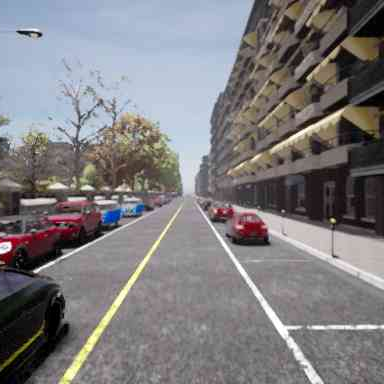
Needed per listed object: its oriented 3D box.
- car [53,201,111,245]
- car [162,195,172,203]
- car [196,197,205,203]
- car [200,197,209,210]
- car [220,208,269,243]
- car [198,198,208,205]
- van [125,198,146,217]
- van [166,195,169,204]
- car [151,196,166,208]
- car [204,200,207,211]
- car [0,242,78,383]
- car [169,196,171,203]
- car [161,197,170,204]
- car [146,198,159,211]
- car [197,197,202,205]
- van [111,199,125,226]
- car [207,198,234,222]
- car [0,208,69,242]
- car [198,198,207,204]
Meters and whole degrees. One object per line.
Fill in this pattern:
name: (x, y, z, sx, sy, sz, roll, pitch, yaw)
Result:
car: (-5.791, 1.411, 16.210, 2.192, 1.841, 5.009, 0, 0, 0)
car: (-6.249, 1.785, 83.773, 2.192, 1.841, 5.009, 0, 0, 0)
car: (2.132, 2.005, 83.829, 1.947, 1.339, 4.313, 0, 0, 0)
car: (2.399, 1.774, 44.417, 1.947, 1.339, 4.313, 0, 0, 0)
car: (2.590, 1.648, 16.265, 1.802, 1.307, 4.206, 0, 0, 0)
car: (2.245, 1.862, 67.107, 1.752, 1.417, 4.829, 0, 0, 0)
van: (-5.905, 1.522, 33.101, 1.690, 1.788, 3.998, 0, 0, 0)
van: (-6.134, 1.707, 66.880, 1.690, 1.788, 3.998, 0, 0, 0)
car: (-6.058, 1.615, 55.621, 2.192, 1.841, 5.009, 0, 0, 0)
car: (2.476, 1.733, 33.157, 1.802, 1.307, 4.206, 0, 0, 0)
car: (-3.007, 1.590, 3.663, 1.994, 1.385, 4.181, 0, 0, 0)
car: (-6.172, 1.982, 72.509, 1.802, 1.307, 4.206, 0, 0, 0)
car: (-6.210, 1.980, 78.140, 1.887, 1.381, 4.507, 0, 0, 0)
car: (-5.981, 1.805, 44.360, 1.947, 1.339, 4.313, 0, 0, 0)
car: (2.322, 1.710, 55.677, 1.967, 1.590, 4.097, 0, 0, 0)
van: (-5.829, 1.466, 21.840, 1.690, 1.788, 3.998, 0, 0, 0)
car: (2.513, 1.563, 27.527, 1.967, 1.590, 4.097, 0, 0, 0)
car: (-5.751, 1.508, 10.578, 1.967, 1.590, 4.097, 0, 0, 0)
car: (2.208, 1.952, 72.567, 1.802, 1.307, 4.206, 0, 0, 0)
